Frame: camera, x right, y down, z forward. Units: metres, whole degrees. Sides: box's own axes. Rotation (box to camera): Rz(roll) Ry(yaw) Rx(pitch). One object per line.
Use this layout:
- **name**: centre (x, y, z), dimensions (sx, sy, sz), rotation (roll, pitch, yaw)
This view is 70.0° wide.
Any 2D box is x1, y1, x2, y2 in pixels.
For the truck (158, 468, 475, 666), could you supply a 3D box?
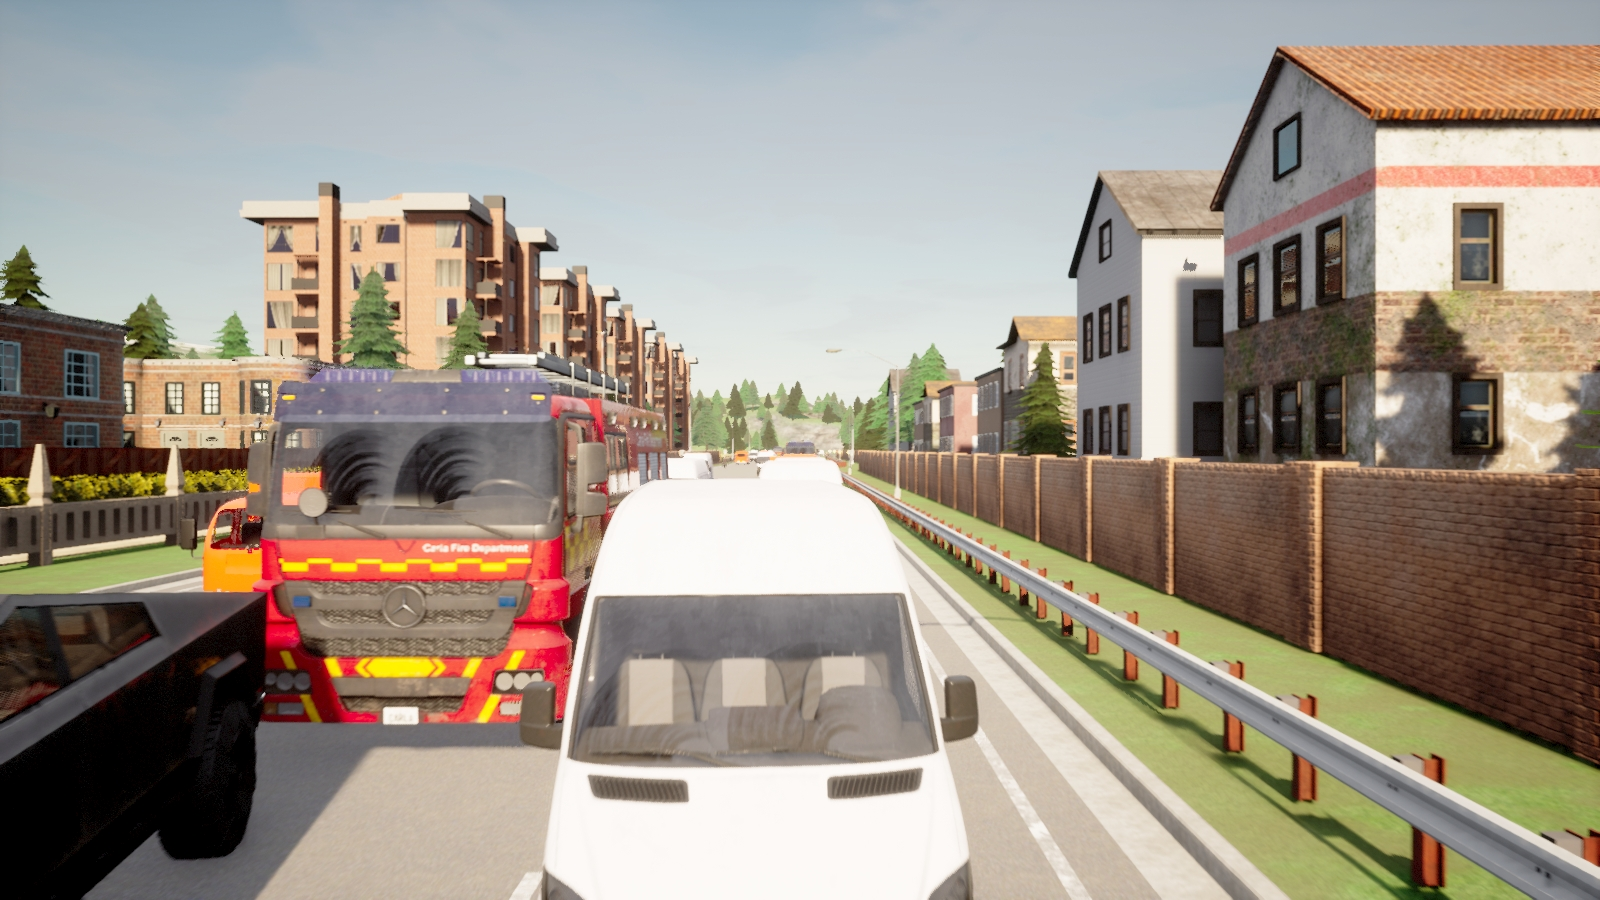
- **truck**: centre (-6.995, 1.554, 17.388), dimensions (2.627, 2.467, 5.204), rotation (0, 0, 0)

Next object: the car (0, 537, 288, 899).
- **car**: centre (-4.692, 1.748, 5.859), dimensions (2.390, 2.098, 6.274), rotation (0, 0, -11)

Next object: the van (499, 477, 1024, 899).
- **van**: centre (-0.345, 1.528, 7.276), dimensions (1.988, 2.561, 5.915), rotation (0, 0, -4)

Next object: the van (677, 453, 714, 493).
- **van**: centre (-6.965, 1.479, 76.612), dimensions (1.988, 2.561, 5.915), rotation (0, 0, 0)

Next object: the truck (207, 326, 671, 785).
- **truck**: centre (-3.490, 0.879, 13.765), dimensions (2.891, 3.827, 8.468), rotation (0, 0, 0)

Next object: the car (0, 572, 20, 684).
- **car**: centre (-10.505, 2.145, 11.649), dimensions (1.895, 1.301, 4.718), rotation (0, 0, 0)
